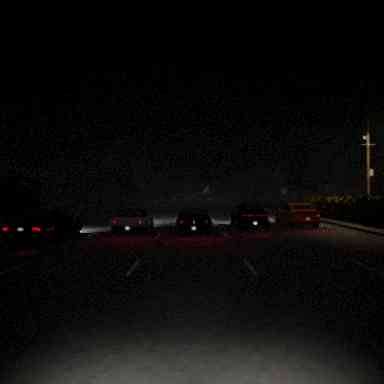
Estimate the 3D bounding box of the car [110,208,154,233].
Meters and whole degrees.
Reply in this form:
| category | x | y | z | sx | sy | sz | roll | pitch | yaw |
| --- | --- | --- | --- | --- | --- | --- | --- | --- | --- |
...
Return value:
| category | x | y | z | sx | sy | sz | roll | pitch | yaw |
| --- | --- | --- | --- | --- | --- | --- | --- | --- | --- |
| car | -3.398 | 1.610 | 19.716 | 1.895 | 1.301 | 4.718 | 0 | 0 | 0 |

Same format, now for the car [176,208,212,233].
| category | x | y | z | sx | sy | sz | roll | pitch | yaw |
| --- | --- | --- | --- | --- | --- | --- | --- | --- | --- |
| car | 0.102 | 1.610 | 19.716 | 1.895 | 1.301 | 4.718 | 0 | 0 | 0 |

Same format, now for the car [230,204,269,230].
| category | x | y | z | sx | sy | sz | roll | pitch | yaw |
| --- | --- | --- | --- | --- | --- | --- | --- | --- | --- |
| car | 3.602 | 1.515 | 21.340 | 1.837 | 1.490 | 4.892 | 0 | 0 | 0 |

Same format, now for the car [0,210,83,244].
| category | x | y | z | sx | sy | sz | roll | pitch | yaw |
| --- | --- | --- | --- | --- | --- | --- | --- | --- | --- |
| car | -6.898 | 1.555 | 15.892 | 2.033 | 1.411 | 5.357 | 0 | 0 | 0 |

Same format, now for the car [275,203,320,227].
| category | x | y | z | sx | sy | sz | roll | pitch | yaw |
| --- | --- | --- | --- | --- | --- | --- | --- | --- | --- |
| car | 7.102 | 1.489 | 22.828 | 1.882 | 1.535 | 5.008 | 0 | 0 | 0 |
